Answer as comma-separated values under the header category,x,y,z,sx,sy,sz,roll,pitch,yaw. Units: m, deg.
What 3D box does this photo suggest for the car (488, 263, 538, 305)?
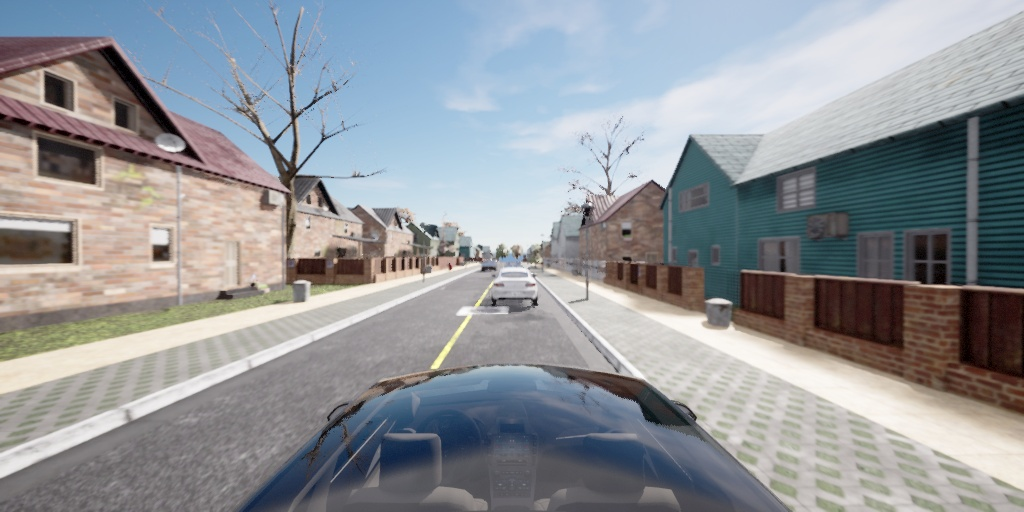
category,x,y,z,sx,sy,sz,roll,pitch,yaw
car,0.098,1.208,15.442,1.812,1.442,4.674,0,0,0

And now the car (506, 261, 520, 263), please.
category,x,y,z,sx,sy,sz,roll,pitch,yaw
car,0.118,1.171,34.791,2.033,1.411,5.357,0,0,0

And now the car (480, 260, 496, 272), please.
category,x,y,z,sx,sy,sz,roll,pitch,yaw
car,-2.730,1.164,43.714,2.033,1.411,5.357,0,0,0
